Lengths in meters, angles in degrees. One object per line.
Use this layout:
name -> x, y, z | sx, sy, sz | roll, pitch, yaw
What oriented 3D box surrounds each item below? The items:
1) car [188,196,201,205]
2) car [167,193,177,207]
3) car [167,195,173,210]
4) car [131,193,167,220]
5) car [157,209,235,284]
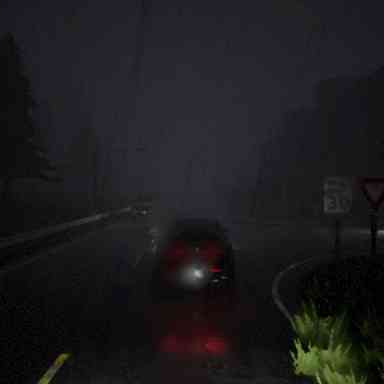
car -> 0.414, 1.443, 58.607 | 2.128, 1.511, 4.902 | 0, 0, 7
car -> -3.528, 1.177, 50.461 | 2.150, 2.045, 5.566 | 0, 1, 2
car -> -3.593, 1.447, 37.976 | 1.882, 1.535, 5.008 | 0, 0, 0
car -> -3.593, 1.199, 27.836 | 2.150, 2.045, 5.566 | 0, 0, 0
car -> 0.089, 1.483, 9.522 | 1.837, 1.490, 4.892 | 0, 1, 0
